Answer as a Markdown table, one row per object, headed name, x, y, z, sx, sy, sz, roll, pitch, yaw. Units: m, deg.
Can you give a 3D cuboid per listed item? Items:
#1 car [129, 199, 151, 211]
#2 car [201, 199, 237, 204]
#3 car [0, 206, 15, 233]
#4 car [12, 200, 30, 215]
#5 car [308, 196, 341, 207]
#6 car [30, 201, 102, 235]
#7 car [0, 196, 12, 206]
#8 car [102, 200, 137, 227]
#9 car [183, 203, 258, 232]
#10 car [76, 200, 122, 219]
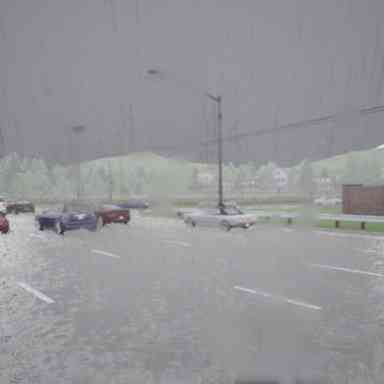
| name | x | y | z | sx | sy | sz | roll | pitch | yaw |
| --- | --- | --- | --- | --- | --- | --- | --- | --- | --- |
| car | -7.429 | 1.590 | 40.914 | 4.674 | 1.442 | 1.812 | -1 | 0 | 3 |
| car | 3.089 | 1.546 | 41.599 | 4.718 | 1.301 | 1.895 | -1 | 0 | -12 |
| car | -12.196 | 1.690 | 19.444 | 1.994 | 1.385 | 4.181 | -1 | 0 | -43 |
| car | -19.173 | 1.676 | 37.096 | 1.882 | 1.535 | 5.008 | -1 | 0 | -43 |
| car | 18.431 | 1.295 | 46.177 | 4.674 | 1.442 | 1.812 | -1 | 0 | -18 |
| car | -7.478 | 1.425 | 19.532 | 2.097 | 1.767 | 4.553 | -1 | 0 | -43 |
| car | -20.093 | 1.432 | 32.960 | 2.150 | 2.045 | 5.566 | -1 | 0 | -43 |
| car | -6.273 | 1.536 | 23.361 | 1.882 | 1.535 | 5.008 | -1 | 0 | -43 |
| car | 1.558 | 1.571 | 20.140 | 1.895 | 1.301 | 4.718 | -1 | 0 | -43 |
| car | -8.795 | 1.573 | 31.160 | 2.128 | 1.511 | 4.902 | -1 | 0 | -43 |
